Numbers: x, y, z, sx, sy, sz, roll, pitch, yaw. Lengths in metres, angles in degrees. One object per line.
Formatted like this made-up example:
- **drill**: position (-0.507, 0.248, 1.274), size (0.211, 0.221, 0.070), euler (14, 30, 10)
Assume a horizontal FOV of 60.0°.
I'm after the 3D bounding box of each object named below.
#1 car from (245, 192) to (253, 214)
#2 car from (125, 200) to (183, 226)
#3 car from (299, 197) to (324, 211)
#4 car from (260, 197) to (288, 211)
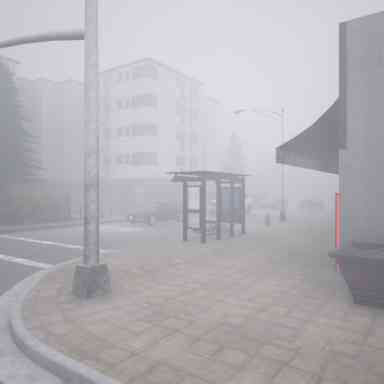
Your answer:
- **car**: position (3.589, 1.045, 30.337), size (2.150, 2.045, 5.566), euler (0, 0, 36)
- **car**: position (-2.296, 1.328, 22.154), size (1.837, 1.490, 4.892), euler (0, 0, 36)
- **car**: position (13.761, 1.329, 38.183), size (1.837, 1.490, 4.892), euler (0, 0, 36)
- **car**: position (9.530, 1.301, 38.553), size (1.882, 1.535, 5.008), euler (0, 0, 36)
